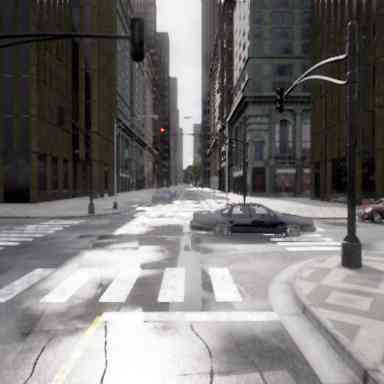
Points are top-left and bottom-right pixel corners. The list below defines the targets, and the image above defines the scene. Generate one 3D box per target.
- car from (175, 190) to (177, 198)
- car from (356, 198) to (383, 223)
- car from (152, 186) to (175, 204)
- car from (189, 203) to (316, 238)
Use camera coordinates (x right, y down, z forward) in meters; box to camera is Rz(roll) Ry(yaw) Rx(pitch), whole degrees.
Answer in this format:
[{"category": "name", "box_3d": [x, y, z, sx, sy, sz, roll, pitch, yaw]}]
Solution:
[{"category": "car", "box_3d": [-3.465, 0.173, 54.858, 2.128, 1.511, 4.902, 0, 1, 0]}, {"category": "car", "box_3d": [12.183, 1.063, 20.562, 4.097, 1.590, 1.967, 0, 0, -1]}, {"category": "car", "box_3d": [-3.369, 0.432, 38.213, 2.097, 1.767, 4.553, 0, 1, 0]}, {"category": "car", "box_3d": [2.548, 1.202, 14.680, 5.357, 1.411, 2.033, 0, 1, -1]}]
